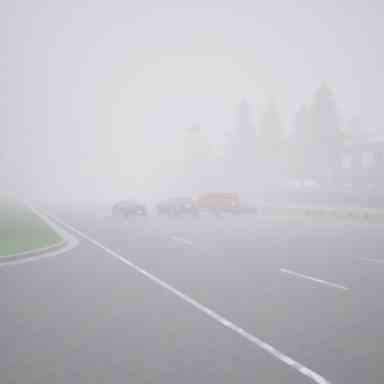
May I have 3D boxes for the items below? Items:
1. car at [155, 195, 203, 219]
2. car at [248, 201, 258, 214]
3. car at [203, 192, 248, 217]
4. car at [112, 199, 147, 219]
[{"bbox_3d":[-1.348,1.140,27.299,2.097,1.767,4.553,0,1,-29],"label":"car"},{"bbox_3d":[4.301,1.336,31.549,1.994,1.385,4.181,0,1,-29],"label":"car"},{"bbox_3d":[1.955,1.009,28.564,2.150,2.045,5.566,0,1,-29],"label":"car"},{"bbox_3d":[-5.084,1.306,26.822,1.812,1.442,4.674,0,1,-29],"label":"car"}]
